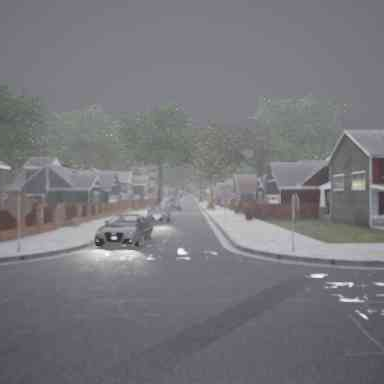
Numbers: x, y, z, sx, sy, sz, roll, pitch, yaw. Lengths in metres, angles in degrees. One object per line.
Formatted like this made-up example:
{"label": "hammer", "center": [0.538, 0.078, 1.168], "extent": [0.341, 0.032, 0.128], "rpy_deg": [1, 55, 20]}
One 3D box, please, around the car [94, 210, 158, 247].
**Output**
{"label": "car", "center": [-3.131, 1.771, 15.996], "extent": [1.994, 1.385, 4.181], "rpy_deg": [0, -1, 5]}

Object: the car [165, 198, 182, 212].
{"label": "car", "center": [-2.728, 1.859, 49.826], "extent": [2.150, 2.045, 5.566], "rpy_deg": [0, -1, 0]}

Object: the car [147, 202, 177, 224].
{"label": "car", "center": [-2.736, 1.863, 28.709], "extent": [2.128, 1.511, 4.902], "rpy_deg": [0, -1, 0]}
